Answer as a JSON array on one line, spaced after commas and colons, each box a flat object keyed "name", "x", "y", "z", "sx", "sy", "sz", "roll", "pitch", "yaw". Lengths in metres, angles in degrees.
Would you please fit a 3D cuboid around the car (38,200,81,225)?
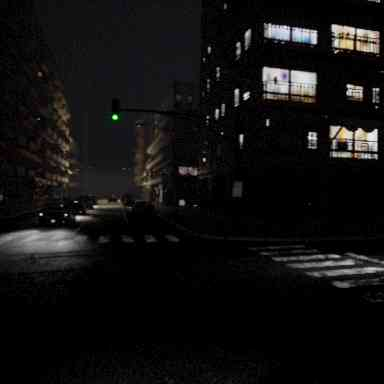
[{"name": "car", "x": -8.964, "y": 1.461, "z": 22.479, "sx": 1.895, "sy": 1.301, "sz": 4.718, "roll": 1, "pitch": 0, "yaw": -13}]

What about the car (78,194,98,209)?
[{"name": "car", "x": -13.242, "y": 1.174, "z": 41.111, "sx": 2.097, "sy": 1.767, "sz": 4.553, "roll": 1, "pitch": 0, "yaw": -13}]

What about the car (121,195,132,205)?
[{"name": "car", "x": -8.881, "y": 1.532, "z": 47.914, "sx": 1.802, "sy": 1.307, "sz": 4.206, "roll": 2, "pitch": 0, "yaw": -13}]

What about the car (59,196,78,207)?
[{"name": "car", "x": -17.045, "y": 1.314, "z": 46.034, "sx": 1.947, "sy": 1.339, "sz": 4.313, "roll": 2, "pitch": 0, "yaw": -13}]

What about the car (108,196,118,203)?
[{"name": "car", "x": -15.344, "y": 1.405, "z": 64.429, "sx": 2.033, "sy": 1.411, "sz": 5.357, "roll": 1, "pitch": 0, "yaw": -13}]

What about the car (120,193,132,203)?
[{"name": "car", "x": -13.842, "y": 1.228, "z": 69.486, "sx": 2.192, "sy": 1.841, "sz": 5.009, "roll": 2, "pitch": 0, "yaw": -13}]

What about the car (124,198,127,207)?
[{"name": "car", "x": -5.154, "y": 1.534, "z": 31.734, "sx": 2.008, "sy": 1.369, "sz": 4.403, "roll": 2, "pitch": 0, "yaw": -13}]

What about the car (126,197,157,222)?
[{"name": "car", "x": -3.909, "y": 1.435, "z": 26.342, "sx": 1.967, "sy": 1.590, "sz": 4.097, "roll": 2, "pitch": 0, "yaw": -13}]

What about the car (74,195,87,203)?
[{"name": "car", "x": -20.771, "y": 1.264, "z": 62.212, "sx": 1.887, "sy": 1.381, "sz": 4.507, "roll": 2, "pitch": 0, "yaw": -13}]

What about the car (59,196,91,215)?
[{"name": "car", "x": -11.005, "y": 1.406, "z": 31.367, "sx": 1.994, "sy": 1.385, "sz": 4.181, "roll": 1, "pitch": 0, "yaw": -13}]

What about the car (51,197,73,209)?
[{"name": "car", "x": -15.803, "y": 1.341, "z": 40.640, "sx": 1.802, "sy": 1.307, "sz": 4.206, "roll": 2, "pitch": 0, "yaw": -13}]

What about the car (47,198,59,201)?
[{"name": "car", "x": -14.561, "y": 1.321, "z": 35.247, "sx": 2.008, "sy": 1.369, "sz": 4.403, "roll": 2, "pitch": 0, "yaw": -13}]

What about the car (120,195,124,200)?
[{"name": "car", "x": -10.123, "y": 1.522, "z": 53.306, "sx": 1.802, "sy": 1.307, "sz": 4.206, "roll": 2, "pitch": 0, "yaw": -13}]

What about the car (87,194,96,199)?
[{"name": "car", "x": -26.982, "y": 1.228, "z": 89.178, "sx": 2.008, "sy": 1.369, "sz": 4.403, "roll": 2, "pitch": 0, "yaw": -13}]

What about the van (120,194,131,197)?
[{"name": "van", "x": -11.359, "y": 1.272, "z": 58.701, "sx": 1.690, "sy": 1.788, "sz": 3.998, "roll": 2, "pitch": 0, "yaw": -13}]

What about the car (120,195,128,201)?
[{"name": "car", "x": -17.575, "y": 1.431, "z": 85.664, "sx": 1.887, "sy": 1.381, "sz": 4.507, "roll": 2, "pitch": 0, "yaw": -13}]

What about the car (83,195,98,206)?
[{"name": "car", "x": -15.497, "y": 1.308, "z": 51.079, "sx": 1.837, "sy": 1.490, "sz": 4.892, "roll": 1, "pitch": 0, "yaw": -12}]
